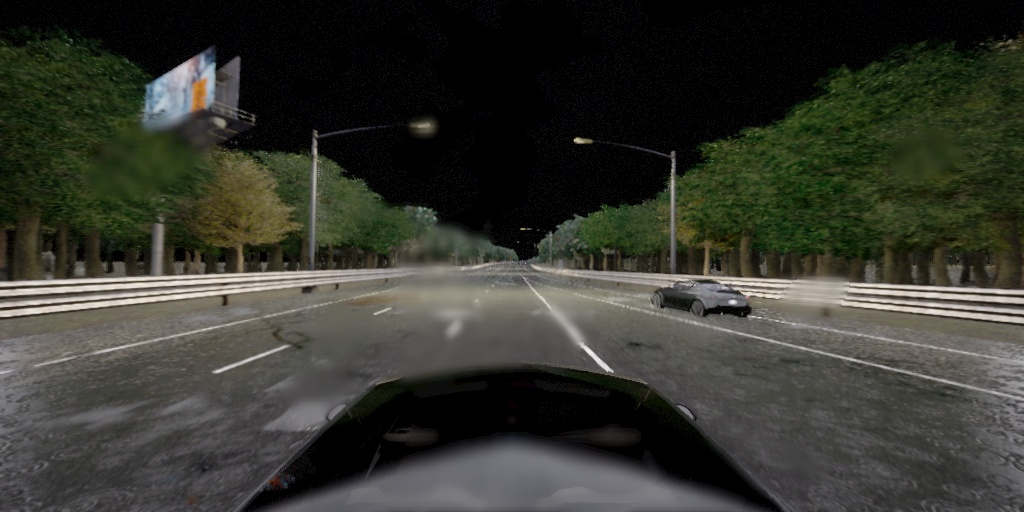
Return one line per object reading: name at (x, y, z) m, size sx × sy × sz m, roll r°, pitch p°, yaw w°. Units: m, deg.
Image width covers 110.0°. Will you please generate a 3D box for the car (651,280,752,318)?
car at (7.578, 1.669, 14.772) m, size 1.994 × 1.385 × 4.181 m, roll 1°, pitch -2°, yaw -9°
